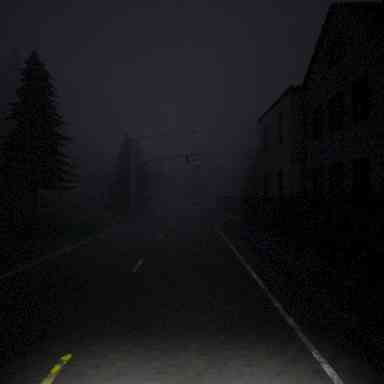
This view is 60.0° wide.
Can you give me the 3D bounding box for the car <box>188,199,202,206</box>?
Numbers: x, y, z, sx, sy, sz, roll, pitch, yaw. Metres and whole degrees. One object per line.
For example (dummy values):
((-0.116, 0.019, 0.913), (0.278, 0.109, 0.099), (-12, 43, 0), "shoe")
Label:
((0.780, 2.379, 75.982), (1.812, 1.442, 4.674), (0, -1, 26), "car")
